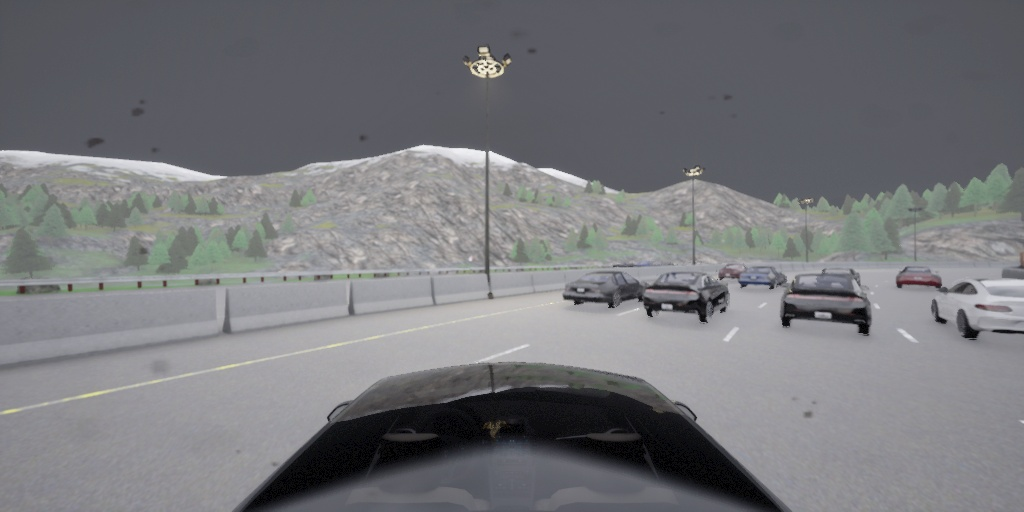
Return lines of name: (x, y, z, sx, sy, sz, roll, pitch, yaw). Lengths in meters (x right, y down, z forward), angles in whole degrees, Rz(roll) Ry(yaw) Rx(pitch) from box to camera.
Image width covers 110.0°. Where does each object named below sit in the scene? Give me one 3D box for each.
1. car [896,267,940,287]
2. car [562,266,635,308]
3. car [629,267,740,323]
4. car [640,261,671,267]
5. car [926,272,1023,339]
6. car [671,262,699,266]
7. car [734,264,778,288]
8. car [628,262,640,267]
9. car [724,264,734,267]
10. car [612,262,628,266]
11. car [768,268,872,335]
car: (27.538, 1.402, 24.306, 4.181, 1.385, 1.994, 0, 0, -41)
car: (4.271, 1.359, 15.633, 2.033, 1.411, 5.357, 0, 0, 41)
car: (6.154, 1.288, 12.445, 2.128, 1.511, 4.902, 0, 0, 40)
car: (20.720, 1.439, 50.514, 5.008, 1.535, 1.882, 0, 0, -37)
car: (12.611, 1.303, 9.223, 1.812, 1.442, 4.674, 0, 0, 41)
car: (24.001, 1.515, 48.589, 4.181, 1.385, 1.994, 0, 0, -36)
car: (16.717, 1.389, 23.875, 5.357, 1.411, 2.033, 0, 0, -44)
car: (20.456, 1.458, 54.659, 5.008, 1.535, 1.882, 1, -1, -36)
car: (19.638, 1.400, 31.336, 4.674, 1.442, 1.812, 0, 0, -42)
car: (17.992, 1.594, 57.210, 4.718, 1.301, 1.895, 0, 0, -36)
car: (9.387, 1.279, 10.846, 2.128, 1.511, 4.902, 0, 0, 41)
